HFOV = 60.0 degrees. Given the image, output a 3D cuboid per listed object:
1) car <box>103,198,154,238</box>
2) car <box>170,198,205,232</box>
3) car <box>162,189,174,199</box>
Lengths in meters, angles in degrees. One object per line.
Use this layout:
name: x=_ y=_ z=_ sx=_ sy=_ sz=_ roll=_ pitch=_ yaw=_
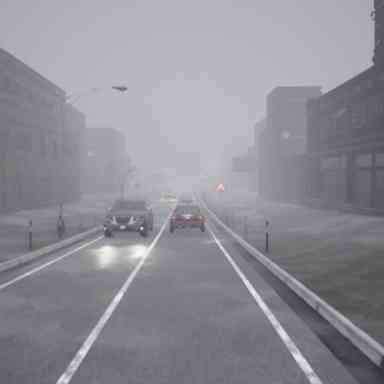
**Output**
car: x=-3.444 y=1.378 z=18.987 sx=2.150 sy=2.045 sz=5.566 roll=0 pitch=0 yaw=-1
car: x=-0.300 y=1.500 z=21.540 sx=2.097 sy=1.767 sz=4.553 roll=0 pitch=0 yaw=-1
car: x=-4.249 y=0.309 z=59.559 sx=2.097 sy=1.767 sz=4.553 roll=0 pitch=3 yaw=-1
